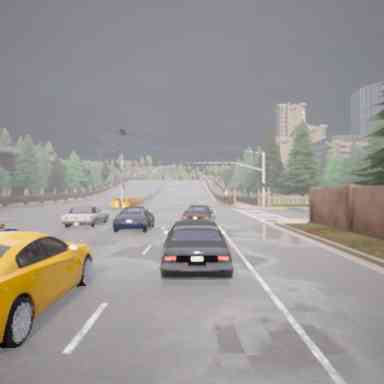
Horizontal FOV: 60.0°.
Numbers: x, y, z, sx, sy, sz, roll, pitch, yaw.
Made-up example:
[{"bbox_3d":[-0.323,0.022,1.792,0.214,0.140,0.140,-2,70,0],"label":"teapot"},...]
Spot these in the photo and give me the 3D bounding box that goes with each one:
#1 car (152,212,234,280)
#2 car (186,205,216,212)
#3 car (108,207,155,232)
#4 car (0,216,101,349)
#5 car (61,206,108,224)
[{"bbox_3d":[0.097,1.547,9.952,2.033,1.411,5.357,0,0,0],"label":"car"},{"bbox_3d":[0.518,1.546,21.696,2.033,1.411,5.357,0,0,7],"label":"car"},{"bbox_3d":[-3.407,1.562,20.055,1.994,1.385,4.181,0,0,0],"label":"car"},{"bbox_3d":[-3.401,1.477,6.260,1.882,1.535,5.008,0,0,0],"label":"car"},{"bbox_3d":[-6.908,1.599,22.077,1.895,1.301,4.718,0,0,0],"label":"car"}]
